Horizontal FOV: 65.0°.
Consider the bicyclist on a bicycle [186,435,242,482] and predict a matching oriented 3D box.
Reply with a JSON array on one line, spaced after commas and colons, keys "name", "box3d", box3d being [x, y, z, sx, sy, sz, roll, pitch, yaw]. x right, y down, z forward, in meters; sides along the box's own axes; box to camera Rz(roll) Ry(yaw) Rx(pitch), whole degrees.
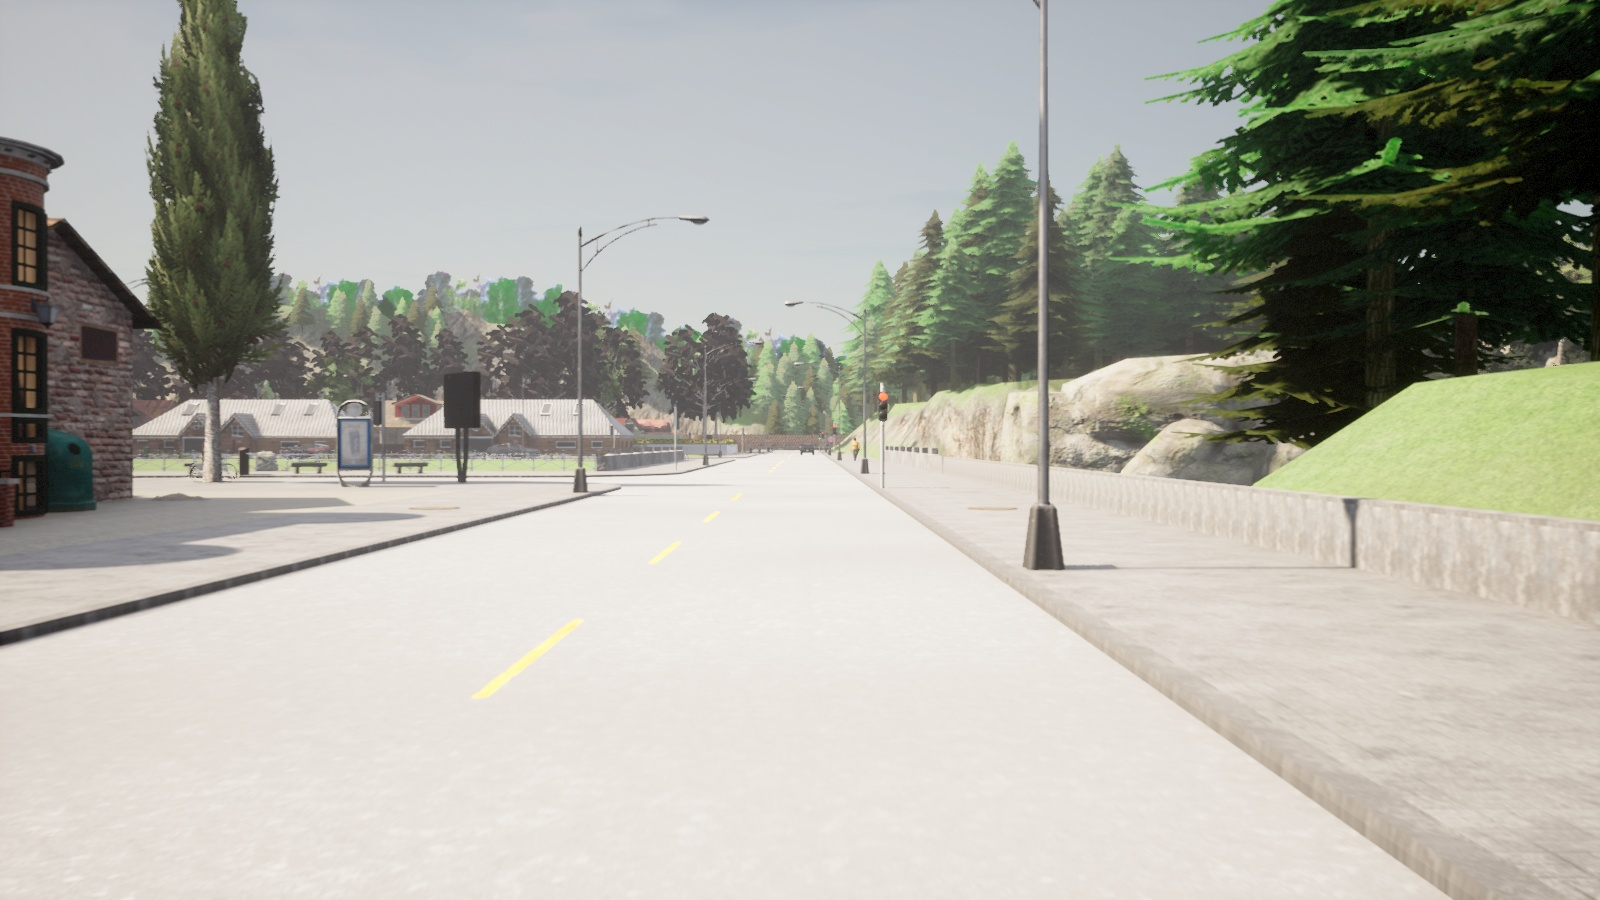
[{"name": "bicyclist on a bicycle", "box3d": [-22.461, 0.328, 48.143, 1.843, 1.776, 0.659, 0, 0, 0]}]
